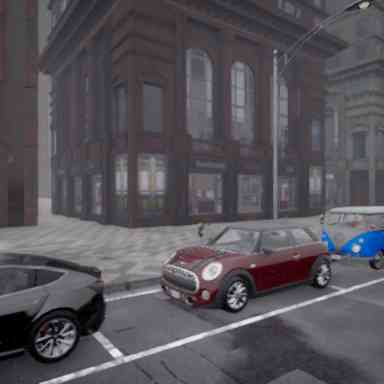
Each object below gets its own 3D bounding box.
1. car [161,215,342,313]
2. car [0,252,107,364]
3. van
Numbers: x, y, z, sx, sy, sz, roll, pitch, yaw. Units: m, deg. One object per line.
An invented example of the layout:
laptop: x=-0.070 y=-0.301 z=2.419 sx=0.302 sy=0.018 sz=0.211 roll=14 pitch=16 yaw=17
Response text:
car: x=1.309 y=1.450 z=7.584 sx=4.097 sy=1.590 sz=1.967 roll=0 pitch=0 yaw=-36
car: x=-3.280 y=1.565 z=4.310 sx=4.313 sy=1.339 sz=1.947 roll=0 pitch=0 yaw=-36
van: x=5.897 y=1.362 z=10.858 sx=3.998 sy=1.788 sz=1.690 roll=0 pitch=0 yaw=-36
